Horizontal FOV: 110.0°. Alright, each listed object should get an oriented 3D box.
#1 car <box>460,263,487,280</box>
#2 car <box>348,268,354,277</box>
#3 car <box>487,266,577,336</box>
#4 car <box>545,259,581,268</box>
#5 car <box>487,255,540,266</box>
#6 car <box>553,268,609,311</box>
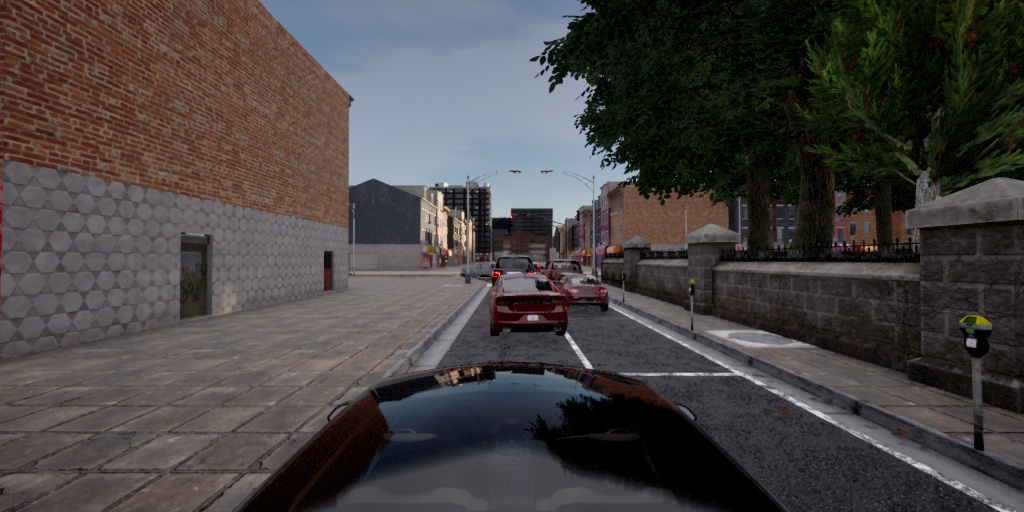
[{"bbox_3d":[-1.808,1.322,31.367,5.357,1.411,2.033,0,0,0],"label":"car"},{"bbox_3d":[-16.373,1.237,31.342,4.892,1.490,1.837,0,-1,0],"label":"car"},{"bbox_3d":[0.291,1.230,10.481,1.882,1.535,5.008,0,0,-4],"label":"car"},{"bbox_3d":[2.666,1.074,19.758,2.192,1.841,5.009,0,0,0],"label":"car"},{"bbox_3d":[0.109,0.979,18.067,2.150,2.045,5.566,0,0,0],"label":"car"},{"bbox_3d":[2.658,1.336,14.309,1.802,1.307,4.207,0,0,0],"label":"car"}]
